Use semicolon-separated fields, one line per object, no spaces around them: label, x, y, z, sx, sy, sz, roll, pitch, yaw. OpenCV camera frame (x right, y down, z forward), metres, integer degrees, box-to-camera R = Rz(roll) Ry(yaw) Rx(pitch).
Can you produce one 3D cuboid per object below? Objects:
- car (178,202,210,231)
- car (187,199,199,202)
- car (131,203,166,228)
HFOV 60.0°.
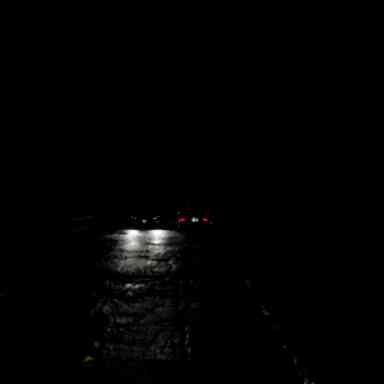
car;0.100;1.543;20.282;2.033;1.411;5.357;0;0;0
car;0.100;1.597;42.566;1.895;1.301;4.718;0;0;0
car;-2.821;1.501;22.200;1.837;1.490;4.892;0;0;0
